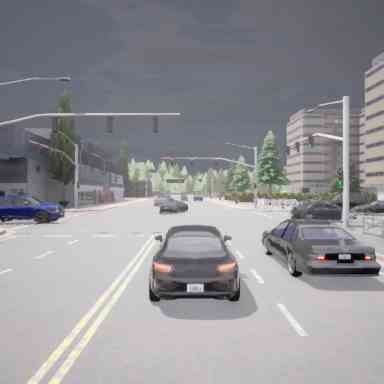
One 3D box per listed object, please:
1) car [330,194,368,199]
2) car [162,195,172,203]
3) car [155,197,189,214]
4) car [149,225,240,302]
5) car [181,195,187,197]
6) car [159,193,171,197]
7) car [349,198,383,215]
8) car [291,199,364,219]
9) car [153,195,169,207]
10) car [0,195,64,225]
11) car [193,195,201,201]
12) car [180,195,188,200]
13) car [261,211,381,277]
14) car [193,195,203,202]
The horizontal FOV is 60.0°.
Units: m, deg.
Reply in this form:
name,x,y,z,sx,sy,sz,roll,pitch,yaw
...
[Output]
name,x,y,z,sx,sy,sz,roll,pitch,yaw
car,16.285,1.222,35.943,5.566,2.045,2.150,0,0,-2
car,-5.217,1.500,70.172,1.837,1.490,4.892,0,0,-1
car,-1.887,1.564,35.991,1.994,1.385,4.181,0,0,23
car,0.036,1.526,8.159,1.812,1.442,4.674,0,0,-1
car,-1.920,1.533,78.079,2.033,1.411,5.357,0,0,-1
car,-5.018,1.221,59.812,2.150,2.045,5.566,0,0,-1
car,18.221,1.526,32.475,4.674,1.442,1.812,0,0,-2
car,9.870,1.505,25.013,4.892,1.490,1.837,0,0,-2
car,-4.781,1.526,50.385,1.812,1.442,4.674,0,0,-2
car,-12.129,1.223,23.751,5.566,2.045,2.150,0,0,-2
car,1.305,1.500,88.787,1.837,1.490,4.892,0,0,-1
car,-2.194,1.467,88.714,1.994,1.385,4.181,0,0,-1
car,3.533,1.547,10.216,2.033,1.411,5.357,0,0,0
car,1.567,1.478,78.649,1.882,1.535,5.008,0,0,-1
